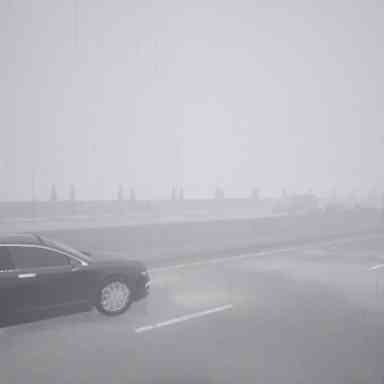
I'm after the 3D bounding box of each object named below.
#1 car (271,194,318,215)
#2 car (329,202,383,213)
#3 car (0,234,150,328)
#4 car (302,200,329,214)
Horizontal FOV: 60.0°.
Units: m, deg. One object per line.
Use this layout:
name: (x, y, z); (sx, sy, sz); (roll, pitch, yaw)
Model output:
car: (10.261, 1.229, 32.797); (5.566, 2.045, 2.150); (0, 0, -35)
car: (13.245, 1.607, 26.329); (4.718, 1.301, 1.895); (0, 0, -35)
car: (-3.096, 1.505, 5.836); (4.892, 1.490, 1.837); (0, 0, -35)
car: (12.491, 1.608, 30.089); (4.718, 1.301, 1.895); (0, 0, -35)
